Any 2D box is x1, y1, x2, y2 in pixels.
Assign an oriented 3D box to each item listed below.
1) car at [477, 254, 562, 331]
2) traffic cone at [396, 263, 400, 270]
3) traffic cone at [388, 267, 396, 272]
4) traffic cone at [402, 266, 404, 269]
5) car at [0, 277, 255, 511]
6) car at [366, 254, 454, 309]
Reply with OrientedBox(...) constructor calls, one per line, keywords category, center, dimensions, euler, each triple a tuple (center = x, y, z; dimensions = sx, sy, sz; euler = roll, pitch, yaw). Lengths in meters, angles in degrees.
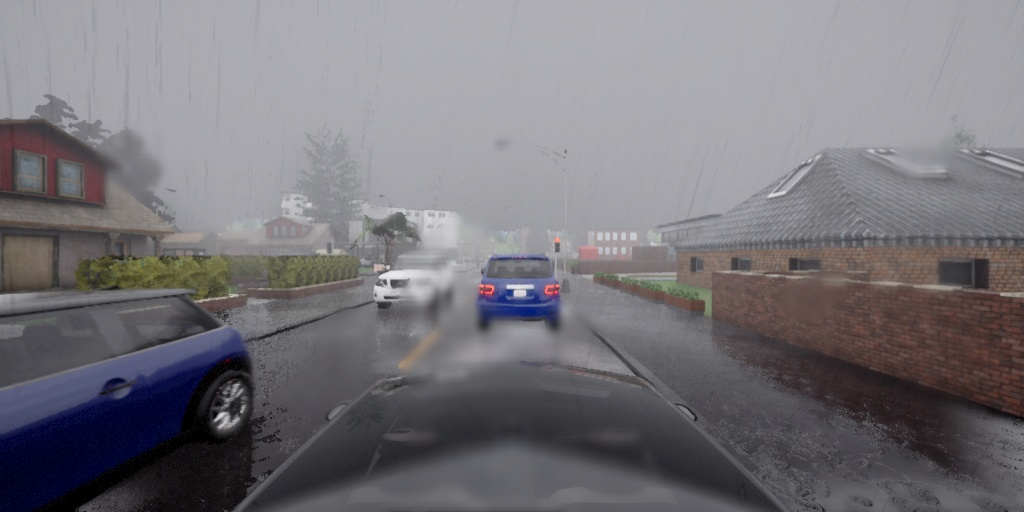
OrientedBox(category="car", center=(0.191, 0.964, 11.049), dimensions=(2.150, 2.045, 5.566), euler=(0, 0, 0))
OrientedBox(category="traffic cone", center=(-15.027, 1.524, 46.504), dimensions=(0.344, 0.586, 0.344), euler=(0, 0, 0))
OrientedBox(category="traffic cone", center=(-15.393, 1.528, 45.937), dimensions=(0.344, 0.586, 0.344), euler=(0, 0, 0))
OrientedBox(category="traffic cone", center=(-14.020, 1.547, 47.536), dimensions=(0.344, 0.586, 0.344), euler=(0, 0, 0))
OrientedBox(category="car", center=(-4.085, 1.101, 2.284), dimensions=(2.097, 1.767, 4.553), euler=(0, 0, 1))
OrientedBox(category="car", center=(-3.891, 0.962, 15.257), dimensions=(2.150, 2.045, 5.566), euler=(0, 0, 0))
